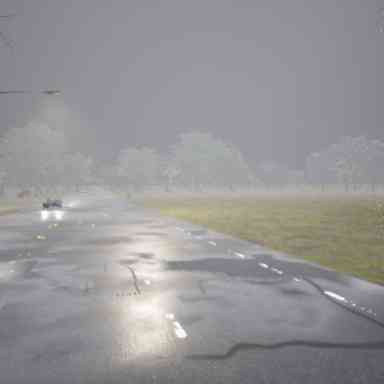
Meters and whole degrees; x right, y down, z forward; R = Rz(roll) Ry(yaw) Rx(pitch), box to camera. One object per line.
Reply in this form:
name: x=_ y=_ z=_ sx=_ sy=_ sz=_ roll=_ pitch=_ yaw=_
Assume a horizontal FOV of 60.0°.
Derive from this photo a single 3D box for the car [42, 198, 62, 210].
car: x=-16.454 y=1.336 z=39.317 sx=1.895 sy=1.301 sz=4.718 roll=-1 pitch=1 yaw=-17
